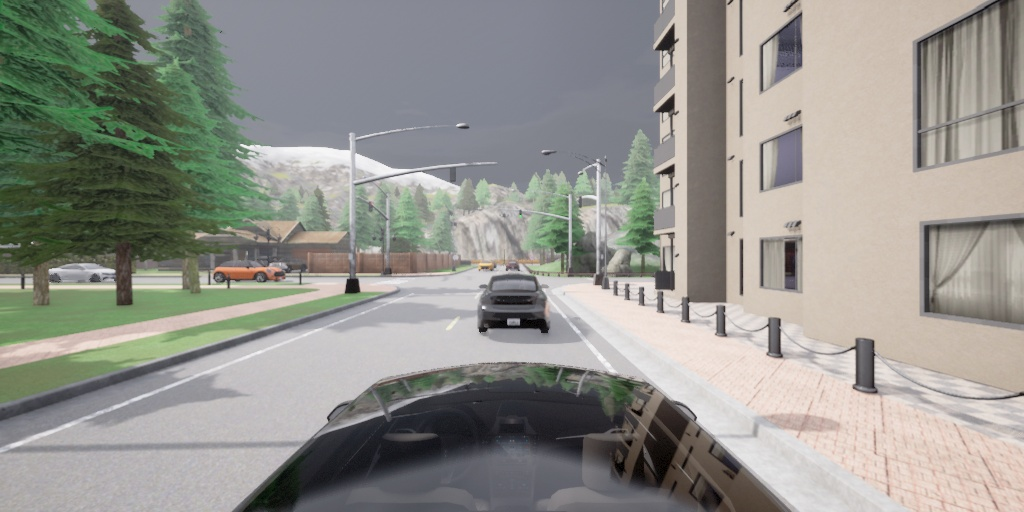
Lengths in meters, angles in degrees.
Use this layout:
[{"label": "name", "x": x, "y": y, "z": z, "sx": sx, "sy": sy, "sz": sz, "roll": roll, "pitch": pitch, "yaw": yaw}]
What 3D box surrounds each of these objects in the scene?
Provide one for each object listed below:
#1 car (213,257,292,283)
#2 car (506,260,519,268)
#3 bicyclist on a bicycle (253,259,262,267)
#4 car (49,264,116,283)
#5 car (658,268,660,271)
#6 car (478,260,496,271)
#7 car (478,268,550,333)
[{"label": "car", "x": -19.960, "y": 1.130, "z": 27.408, "sx": 4.553, "sy": 1.767, "sz": 2.097, "roll": 0, "pitch": 0, "yaw": -1}, {"label": "car", "x": 0.084, "y": 1.358, "z": 51.472, "sx": 1.812, "sy": 1.442, "sz": 4.674, "roll": 0, "pitch": 0, "yaw": 0}, {"label": "bicyclist on a bicycle", "x": -24.575, "y": 1.071, "z": 34.799, "sx": 0.582, "sy": 1.620, "sz": 1.656, "roll": 0, "pitch": 0, "yaw": -1}, {"label": "car", "x": -32.142, "y": 1.303, "z": 27.134, "sx": 4.674, "sy": 1.442, "sz": 1.812, "roll": 0, "pitch": 0, "yaw": -1}, {"label": "car", "x": 16.002, "y": 1.037, "z": 32.033, "sx": 5.566, "sy": 2.045, "sz": 2.150, "roll": 0, "pitch": 0, "yaw": -1}, {"label": "car", "x": -3.605, "y": 1.308, "z": 50.182, "sx": 1.882, "sy": 1.535, "sz": 5.008, "roll": 0, "pitch": 0, "yaw": 0}, {"label": "car", "x": 0.057, "y": 1.271, "z": 10.743, "sx": 1.837, "sy": 1.490, "sz": 4.892, "roll": 0, "pitch": 0, "yaw": 0}]
